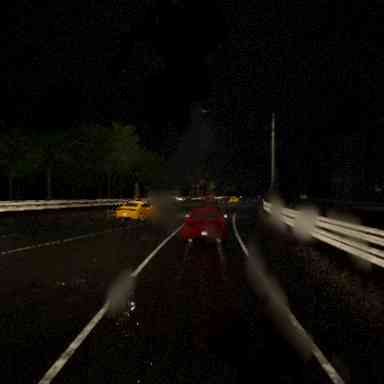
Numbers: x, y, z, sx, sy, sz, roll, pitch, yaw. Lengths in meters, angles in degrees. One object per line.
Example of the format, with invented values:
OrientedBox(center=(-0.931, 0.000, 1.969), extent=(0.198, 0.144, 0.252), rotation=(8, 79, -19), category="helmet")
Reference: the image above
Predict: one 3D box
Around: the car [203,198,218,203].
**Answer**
OrientedBox(center=(3.175, 1.804, 56.259), extent=(1.882, 1.535, 5.008), rotation=(0, 0, 15), category="car")

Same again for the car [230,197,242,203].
OrientedBox(center=(10.897, 2.070, 85.288), extent=(1.882, 1.535, 5.008), rotation=(0, 0, 15), category="car")

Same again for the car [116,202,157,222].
OrientedBox(center=(-4.455, 1.555, 27.607), extent=(1.882, 1.535, 5.008), rotation=(1, 0, 15), category="car")

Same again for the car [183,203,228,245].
OrientedBox(center=(0.687, 1.544, 16.025), extent=(1.882, 1.535, 5.008), rotation=(0, 0, 4), category="car")
